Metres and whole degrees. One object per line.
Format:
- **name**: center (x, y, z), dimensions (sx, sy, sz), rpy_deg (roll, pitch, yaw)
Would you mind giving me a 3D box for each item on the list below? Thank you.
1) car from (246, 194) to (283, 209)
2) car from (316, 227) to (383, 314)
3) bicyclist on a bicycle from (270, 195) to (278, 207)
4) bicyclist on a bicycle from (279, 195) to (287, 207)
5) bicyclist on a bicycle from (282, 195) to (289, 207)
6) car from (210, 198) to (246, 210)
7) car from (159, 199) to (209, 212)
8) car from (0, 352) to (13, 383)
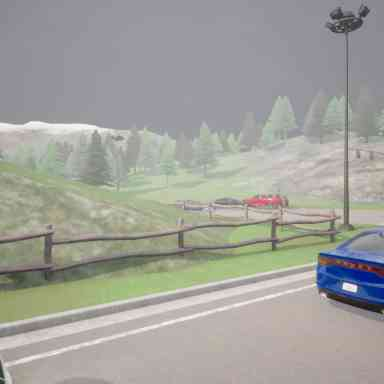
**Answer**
- **car**: center (9.344, 1.221, 44.462), dimensions (5.566, 2.045, 2.150), rpy_deg (0, -1, 32)
- **car**: center (4.744, 1.478, 7.070), dimensions (5.008, 1.535, 1.882), rpy_deg (0, 0, -34)
- **bicyclist on a bicycle**: center (11.795, 1.302, 47.670), dimensions (0.582, 1.620, 1.656), rpy_deg (0, 0, 34)
- **bicyclist on a bicycle**: center (12.896, 1.302, 46.913), dimensions (0.582, 1.620, 1.656), rpy_deg (0, 0, 35)
- **bicyclist on a bicycle**: center (13.262, 1.302, 46.658), dimensions (0.582, 1.620, 1.656), rpy_deg (0, 0, 35)
- **car**: center (4.083, 1.503, 43.501), dimensions (4.892, 1.490, 1.837), rpy_deg (0, -1, 29)
- **car**: center (-1.193, 1.547, 38.584), dimensions (5.357, 1.411, 2.033), rpy_deg (0, 0, 27)
- **car**: center (-3.286, 1.352, 1.468), dimensions (4.553, 1.767, 2.097), rpy_deg (0, 0, -35)
